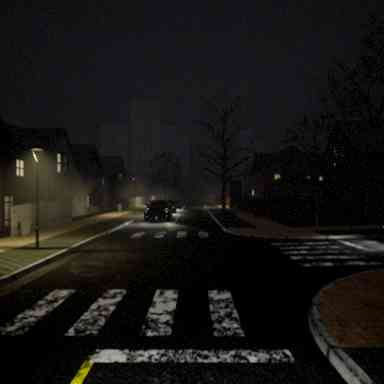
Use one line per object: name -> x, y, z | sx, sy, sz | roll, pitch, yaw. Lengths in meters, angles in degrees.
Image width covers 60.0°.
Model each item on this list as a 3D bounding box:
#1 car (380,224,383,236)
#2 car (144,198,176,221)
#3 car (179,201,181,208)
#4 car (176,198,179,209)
car -> 10.832, 1.361, 13.657 | 5.357, 1.411, 2.033 | -2, 0, 2
car -> -2.806, 1.463, 28.415 | 2.097, 1.767, 4.553 | 0, 0, 0
car -> -2.749, 1.694, 50.729 | 2.128, 1.511, 4.902 | 0, 0, 0
car -> -2.788, 1.678, 38.462 | 1.812, 1.442, 4.674 | 0, 0, 0
